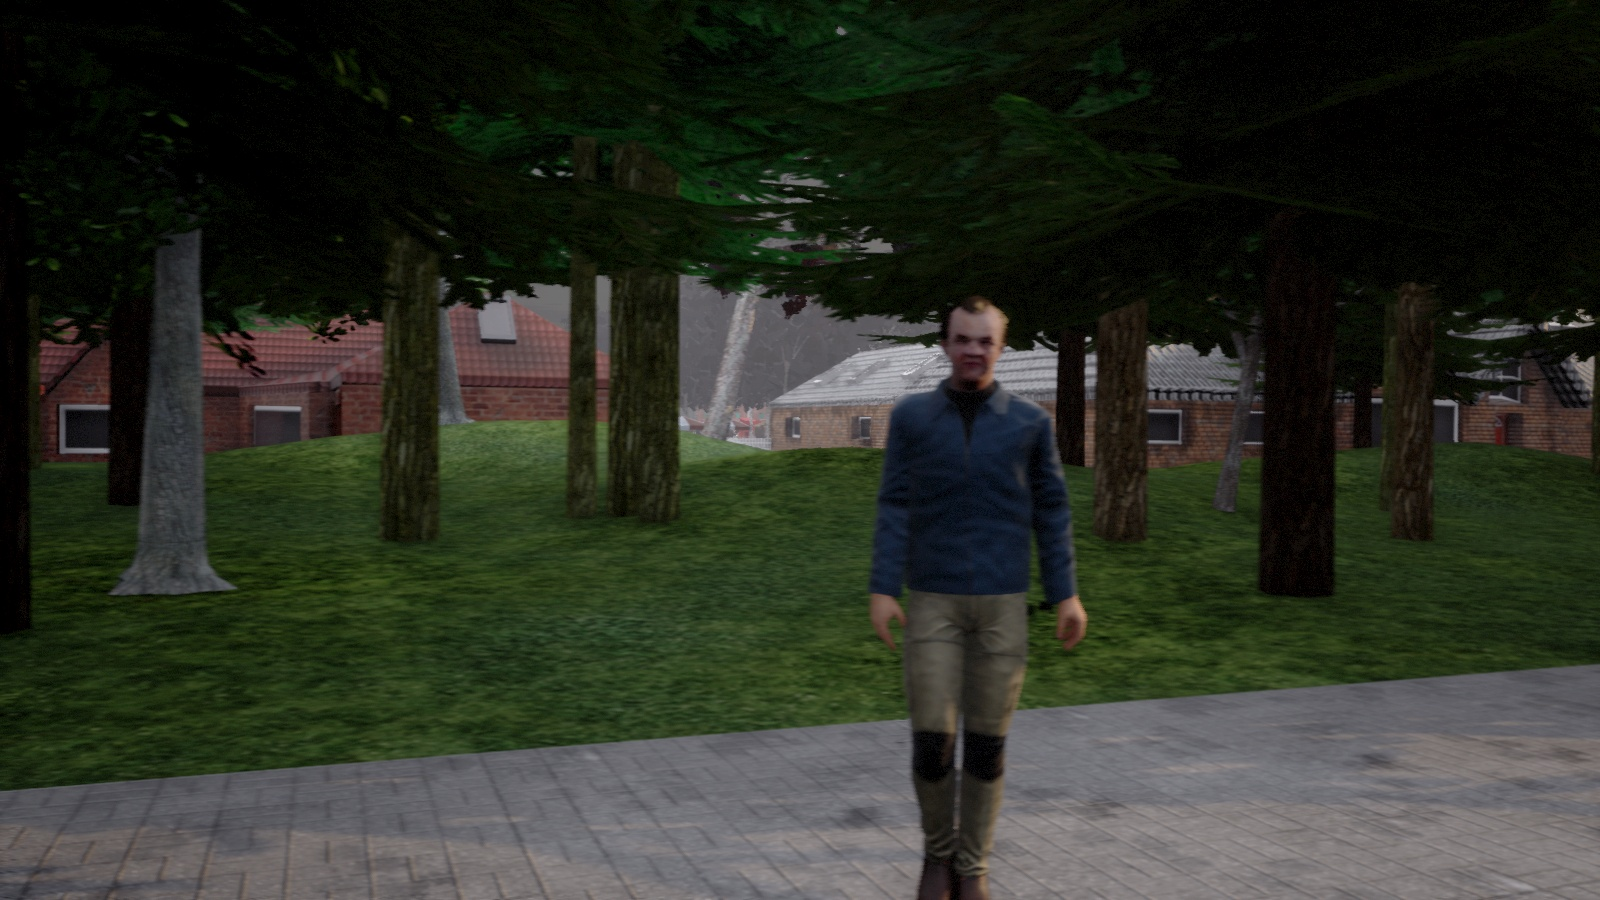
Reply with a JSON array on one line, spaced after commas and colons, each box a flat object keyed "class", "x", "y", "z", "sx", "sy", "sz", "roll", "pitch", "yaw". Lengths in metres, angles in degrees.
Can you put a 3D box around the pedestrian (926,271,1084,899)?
[{"class": "pedestrian", "x": 0.586, "y": 0.441, "z": 3.726, "sx": 0.402, "sy": 1.842, "sz": 0.726, "roll": -1, "pitch": 1, "yaw": 5}]
